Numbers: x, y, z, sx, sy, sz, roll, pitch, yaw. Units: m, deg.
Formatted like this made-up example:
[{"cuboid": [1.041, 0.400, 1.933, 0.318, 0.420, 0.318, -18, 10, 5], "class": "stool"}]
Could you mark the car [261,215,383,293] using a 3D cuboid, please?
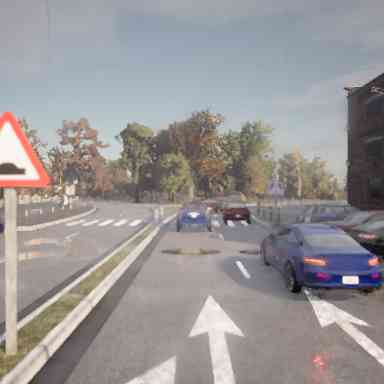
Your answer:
[{"cuboid": [3.100, 1.558, 8.804, 1.812, 1.442, 4.674, 0, 0, 0], "class": "car"}]

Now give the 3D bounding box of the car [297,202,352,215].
[{"cuboid": [7.611, 1.396, 16.790, 4.553, 1.767, 2.185, 0, 0, 0], "class": "car"}]

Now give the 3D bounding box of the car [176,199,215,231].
[{"cuboid": [0.136, 1.391, 21.196, 2.097, 1.767, 4.553, 0, 0, 0], "class": "car"}]

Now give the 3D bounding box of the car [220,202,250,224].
[{"cuboid": [3.336, 1.514, 25.589, 1.882, 1.535, 5.008, 0, 0, 3], "class": "car"}]

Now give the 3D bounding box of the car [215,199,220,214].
[{"cuboid": [2.210, 1.493, 35.954, 1.882, 1.535, 5.008, 0, 0, 15], "class": "car"}]

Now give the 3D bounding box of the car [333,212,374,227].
[{"cuboid": [7.639, 1.557, 11.271, 4.674, 1.452, 2.002, 0, 0, 0], "class": "car"}]

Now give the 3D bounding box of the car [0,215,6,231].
[{"cuboid": [-12.480, 1.555, 18.634, 4.792, 1.488, 2.163, 0, 0, 0], "class": "car"}]

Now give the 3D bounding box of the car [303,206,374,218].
[{"cuboid": [7.647, 1.521, 14.027, 5.008, 1.535, 2.097, 0, 0, 0], "class": "car"}]

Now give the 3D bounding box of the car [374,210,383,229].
[{"cuboid": [7.610, 1.386, 8.514, 4.553, 1.767, 2.185, 0, 0, 0], "class": "car"}]
